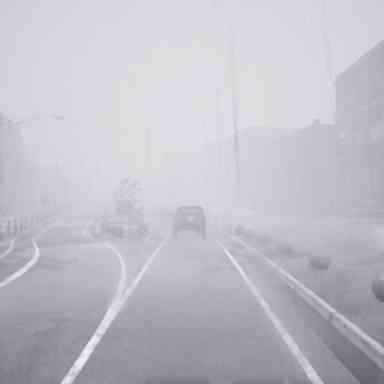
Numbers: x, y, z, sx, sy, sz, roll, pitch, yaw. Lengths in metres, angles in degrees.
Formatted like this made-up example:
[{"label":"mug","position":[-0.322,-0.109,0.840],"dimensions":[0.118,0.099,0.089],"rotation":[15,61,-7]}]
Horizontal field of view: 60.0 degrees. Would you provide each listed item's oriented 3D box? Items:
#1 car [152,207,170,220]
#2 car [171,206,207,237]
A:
[{"label":"car","position":[-3.992,2.680,42.273],"dimensions":[2.128,1.511,4.902],"rotation":[0,0,-13]},{"label":"car","position":[-0.274,2.028,23.314],"dimensions":[2.150,2.045,5.566],"rotation":[0,-4,-4]}]
